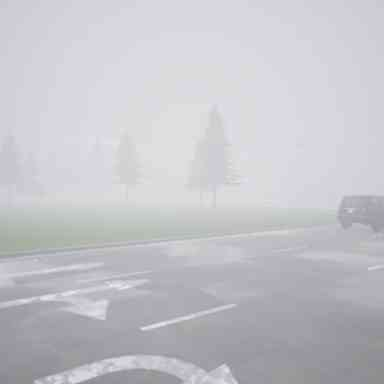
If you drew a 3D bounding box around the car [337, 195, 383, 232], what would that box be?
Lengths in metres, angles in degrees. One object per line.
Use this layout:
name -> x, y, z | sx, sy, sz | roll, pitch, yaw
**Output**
car -> 11.212, 1.230, 20.379 | 5.566, 2.045, 2.150 | 1, -1, -34
